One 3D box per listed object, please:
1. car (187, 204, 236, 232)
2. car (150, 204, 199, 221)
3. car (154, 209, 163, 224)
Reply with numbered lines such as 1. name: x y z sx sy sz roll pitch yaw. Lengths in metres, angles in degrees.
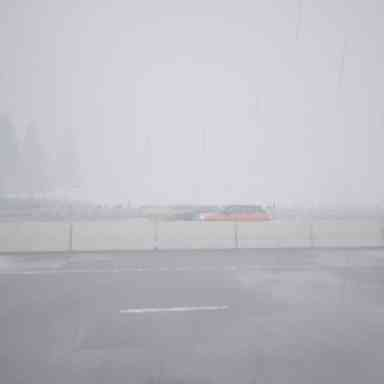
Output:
1. car: 2.238 1.497 19.270 4.553 1.767 2.097 0 0 -7
2. car: -1.632 1.755 29.363 4.181 1.385 1.994 0 0 -7
3. car: -0.995 1.648 25.916 5.008 1.535 1.882 0 0 -7
